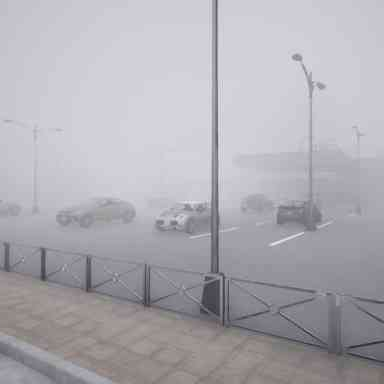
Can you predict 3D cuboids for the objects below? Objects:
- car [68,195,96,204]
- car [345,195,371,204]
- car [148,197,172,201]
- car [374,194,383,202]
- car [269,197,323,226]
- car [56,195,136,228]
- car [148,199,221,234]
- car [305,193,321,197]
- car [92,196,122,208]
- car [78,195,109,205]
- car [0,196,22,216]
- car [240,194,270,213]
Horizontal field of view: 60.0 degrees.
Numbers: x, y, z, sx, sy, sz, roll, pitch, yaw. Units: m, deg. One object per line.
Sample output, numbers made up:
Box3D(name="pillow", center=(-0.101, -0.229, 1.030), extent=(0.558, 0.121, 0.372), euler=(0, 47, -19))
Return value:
Box3D(name="car", center=(-20.056, 1.354, 60.816), extent=(2.007, 1.523, 4.514), euler=(0, 0, 33))
Box3D(name="car", center=(32.842, 1.495, 65.959), extent=(4.611, 1.667, 2.242), euler=(0, 0, 33))
Box3D(name="car", center=(-3.463, 1.313, 40.637), extent=(2.007, 1.523, 4.514), euler=(0, 0, 33))
Box3D(name="car", center=(39.585, 1.328, 68.285), extent=(3.866, 1.878, 1.905), euler=(0, 0, 33))
Box3D(name="car", center=(6.791, 1.313, 20.987), extent=(2.007, 1.523, 4.514), euler=(0, 0, 33))
Box3D(name="car", center=(-5.684, 1.169, 20.405), extent=(2.152, 1.636, 5.027), euler=(0, 0, 33))
Box3D(name="car", center=(-0.155, 1.247, 17.132), extent=(1.970, 1.475, 3.806), euler=(0, 0, 33))
Box3D(name="car", center=(13.615, 1.092, 37.912), extent=(1.905, 1.878, 3.866), euler=(0, 0, 33))
Box3D(name="car", center=(-11.771, 1.334, 46.189), extent=(1.845, 1.501, 3.633), euler=(0, 0, 33))
Box3D(name="car", center=(-17.411, 1.345, 59.128), extent=(2.152, 1.636, 5.027), euler=(0, 0, 33))
Box3D(name="car", center=(-16.352, 1.092, 27.469), extent=(1.905, 1.878, 3.866), euler=(0, 0, 33))
Box3D(name="car", center=(6.530, 1.112, 33.167), extent=(1.932, 1.855, 4.605), euler=(0, 0, 33))
